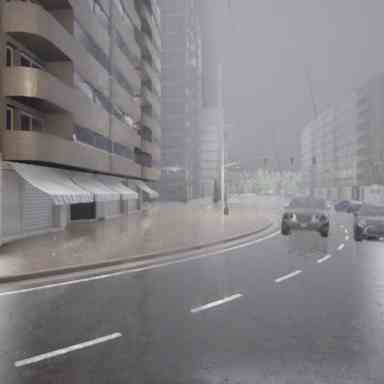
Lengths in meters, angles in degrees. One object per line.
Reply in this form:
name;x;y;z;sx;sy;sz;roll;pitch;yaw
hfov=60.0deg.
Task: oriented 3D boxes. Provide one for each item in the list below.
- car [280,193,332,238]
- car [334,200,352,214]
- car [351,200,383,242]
car;6.408;1.237;18.335;2.150;2.045;5.566;0;0;23
car;17.219;1.560;36.367;1.812;1.442;4.674;0;0;1
car;8.912;1.368;15.856;2.097;1.767;4.553;0;0;25
